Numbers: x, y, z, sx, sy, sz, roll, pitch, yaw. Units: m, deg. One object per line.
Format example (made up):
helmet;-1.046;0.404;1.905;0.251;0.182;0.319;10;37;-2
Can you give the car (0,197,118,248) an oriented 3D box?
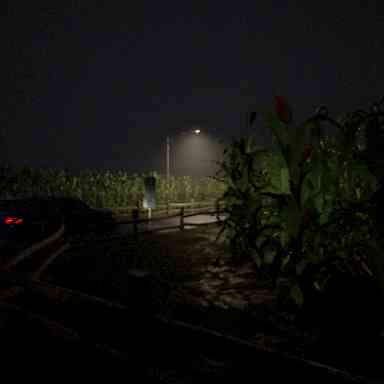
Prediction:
car;-5.994;1.230;15.145;2.150;2.045;5.566;0;0;36
